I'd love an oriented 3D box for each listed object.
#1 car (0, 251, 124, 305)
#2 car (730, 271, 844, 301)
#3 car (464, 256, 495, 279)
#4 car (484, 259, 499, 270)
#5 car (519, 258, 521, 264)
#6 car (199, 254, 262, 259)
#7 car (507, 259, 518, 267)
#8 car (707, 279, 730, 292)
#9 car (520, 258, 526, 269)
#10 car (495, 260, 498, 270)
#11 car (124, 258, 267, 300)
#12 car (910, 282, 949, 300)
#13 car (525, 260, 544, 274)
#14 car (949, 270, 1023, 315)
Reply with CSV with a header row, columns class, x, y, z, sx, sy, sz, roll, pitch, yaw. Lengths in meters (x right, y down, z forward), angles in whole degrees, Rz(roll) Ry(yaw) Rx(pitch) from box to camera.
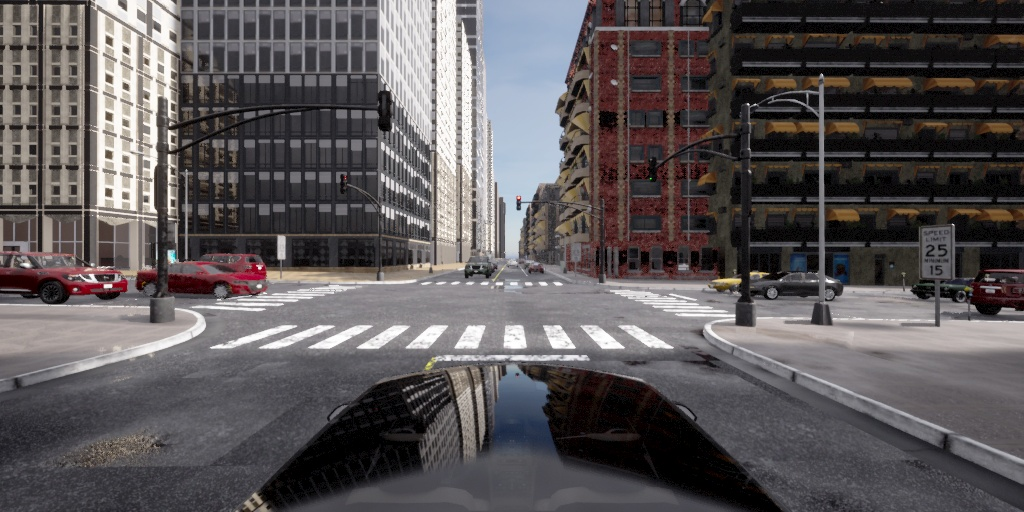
class,x,y,z,sx,sy,sz,roll,pitch,yaw
car,-17.570,0.757,13.321,5.009,1.841,2.192,0,0,0
car,14.922,1.562,19.350,4.892,1.490,1.837,1,0,2
car,-3.085,0.977,33.574,2.150,2.045,5.566,0,0,0
car,-3.064,1.244,53.921,1.882,1.535,5.008,0,0,0
car,2.719,1.321,60.236,2.007,1.370,4.403,0,0,0
car,-17.701,0.776,21.701,5.009,1.841,2.192,0,0,0
car,0.136,1.299,64.877,1.812,1.442,4.674,0,0,0
car,14.640,1.587,21.968,4.829,1.417,1.751,0,0,0
car,2.715,1.317,54.588,2.007,1.370,4.403,0,0,0
car,-3.073,1.286,43.648,1.812,1.442,4.674,0,0,0
car,-13.472,1.002,15.715,5.008,1.535,1.882,1,0,3
car,24.796,1.837,19.461,4.718,1.301,1.895,1,0,0
car,2.760,1.341,41.671,1.802,1.307,4.207,0,0,0
car,20.604,1.461,13.669,5.009,1.841,2.192,0,0,0
